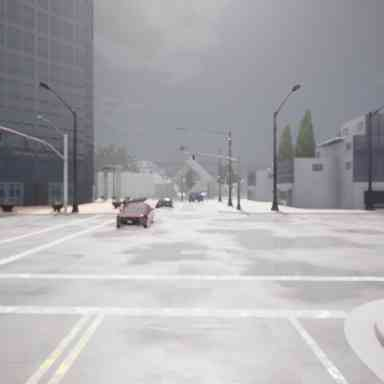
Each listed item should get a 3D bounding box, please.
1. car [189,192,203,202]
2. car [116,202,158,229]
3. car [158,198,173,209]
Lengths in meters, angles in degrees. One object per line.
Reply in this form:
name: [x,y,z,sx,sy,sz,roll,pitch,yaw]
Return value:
car: [0.834,1.018,67.970,2.150,2.045,5.566,0,0,12]
car: [-3.578,1.440,21.574,1.882,1.535,5.008,0,0,0]
car: [-3.531,1.433,43.751,1.994,1.385,4.181,0,0,0]
